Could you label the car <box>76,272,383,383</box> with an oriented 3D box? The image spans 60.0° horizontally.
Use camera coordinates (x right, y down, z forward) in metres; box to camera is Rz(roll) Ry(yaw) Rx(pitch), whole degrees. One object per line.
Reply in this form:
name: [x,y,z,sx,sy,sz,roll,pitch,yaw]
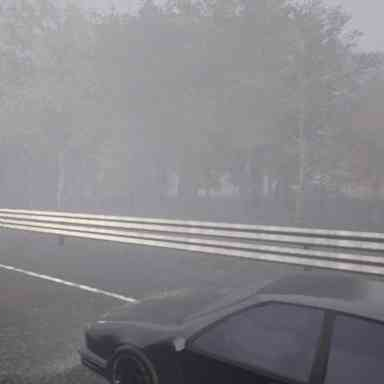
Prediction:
car: [1.254,1.546,3.083,5.357,1.411,2.033,0,0,36]
